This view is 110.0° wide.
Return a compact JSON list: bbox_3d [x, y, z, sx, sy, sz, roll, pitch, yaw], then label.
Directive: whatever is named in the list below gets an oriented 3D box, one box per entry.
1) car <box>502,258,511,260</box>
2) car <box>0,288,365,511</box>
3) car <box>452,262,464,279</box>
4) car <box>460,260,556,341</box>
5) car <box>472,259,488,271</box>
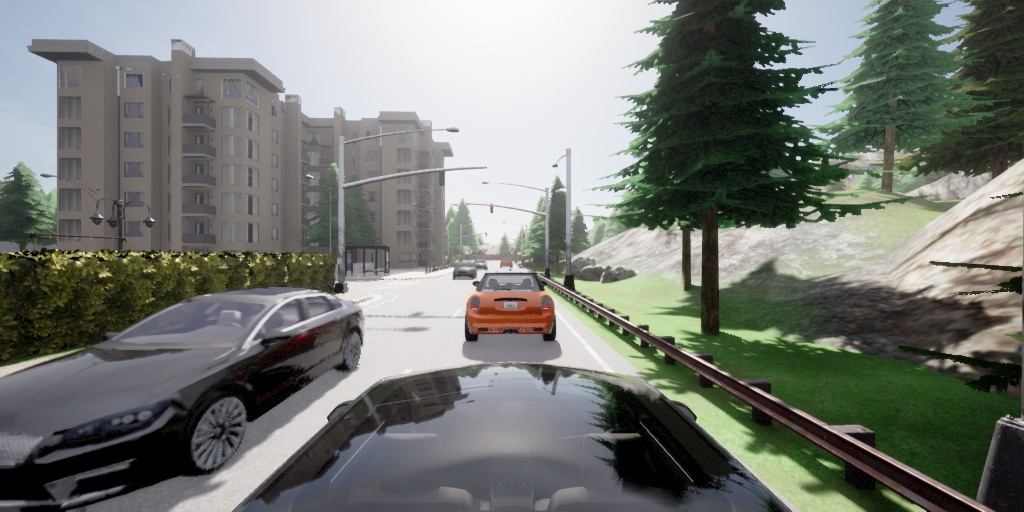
[{"bbox_3d":[-0.959,1.102,61.268,2.097,1.767,4.553,0,0,-1],"label":"car"},{"bbox_3d":[-3.639,1.241,4.821,2.128,1.511,4.902,0,0,-1],"label":"car"},{"bbox_3d":[-4.125,1.254,31.854,1.837,1.490,4.892,0,0,-1],"label":"car"},{"bbox_3d":[-0.057,1.102,10.012,2.097,1.767,4.553,0,0,-1],"label":"car"},{"bbox_3d":[-4.452,1.254,50.485,1.837,1.490,4.892,0,0,-1],"label":"car"}]
